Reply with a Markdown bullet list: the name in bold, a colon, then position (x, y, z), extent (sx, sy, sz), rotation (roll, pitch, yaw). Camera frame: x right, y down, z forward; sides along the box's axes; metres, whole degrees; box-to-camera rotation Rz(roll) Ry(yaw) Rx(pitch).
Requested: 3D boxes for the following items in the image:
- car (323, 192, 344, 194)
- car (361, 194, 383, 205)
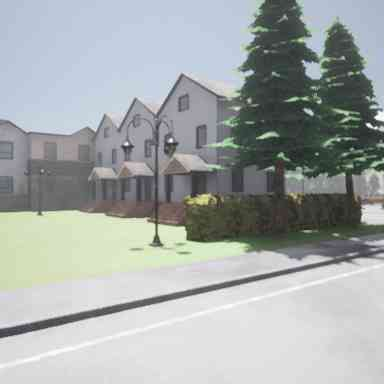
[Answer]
- **car**: position (30.395, 0.973, 72.971), extent (1.905, 1.878, 3.866), rotation (0, 0, -36)
- **car**: position (27.646, 1.018, 49.551), extent (1.932, 1.855, 4.605), rotation (0, 0, -36)
